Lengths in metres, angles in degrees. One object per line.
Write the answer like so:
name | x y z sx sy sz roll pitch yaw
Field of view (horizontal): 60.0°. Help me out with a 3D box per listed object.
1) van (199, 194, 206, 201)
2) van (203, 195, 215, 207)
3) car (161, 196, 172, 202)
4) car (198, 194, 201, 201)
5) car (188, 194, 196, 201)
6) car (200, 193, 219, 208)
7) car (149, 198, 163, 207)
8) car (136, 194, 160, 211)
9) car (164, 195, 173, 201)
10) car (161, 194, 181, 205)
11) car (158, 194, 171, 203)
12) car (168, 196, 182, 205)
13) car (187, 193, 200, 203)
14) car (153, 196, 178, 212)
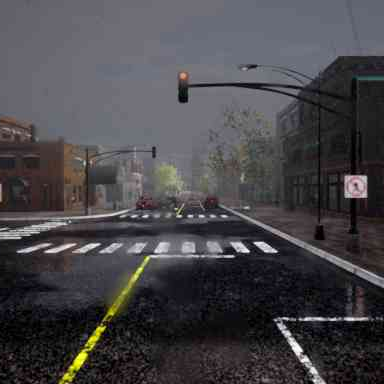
van | 2.706 1.319 85.795 1.690 1.788 3.998 -1 0 0
van | 2.699 1.329 52.531 1.690 1.788 3.998 -1 0 0
car | -5.675 1.547 74.709 1.947 1.339 4.313 -1 0 0
car | 2.703 1.536 63.619 2.008 1.369 4.403 -1 0 0
car | 0.018 1.355 77.847 1.882 1.535 5.008 0 0 0
car | 2.697 1.304 46.987 2.192 1.841 5.009 -1 0 0
car | -5.680 1.570 52.533 1.802 1.307 4.206 -1 0 0
car | -5.684 1.306 41.444 2.192 1.841 5.009 -1 0 0
car | -5.674 1.524 80.253 1.887 1.381 4.507 -1 0 0
car | -3.056 1.466 48.697 1.882 1.535 5.008 0 0 0
car | -5.678 1.298 69.165 2.192 1.841 5.009 -1 0 0
car | -2.989 1.478 58.827 2.128 1.511 4.902 0 0 0
car | 0.015 1.475 67.431 2.128 1.511 4.902 0 0 0
car | -3.085 1.555 38.897 1.994 1.385 4.181 0 0 0
